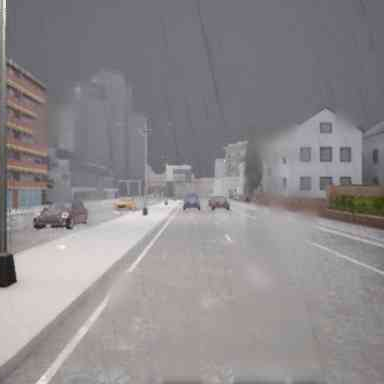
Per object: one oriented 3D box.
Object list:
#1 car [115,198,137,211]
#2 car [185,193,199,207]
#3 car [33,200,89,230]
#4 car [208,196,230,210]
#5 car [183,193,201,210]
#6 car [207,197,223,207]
[{"bbox_3d":[-8.068,1.450,40.812,1.882,1.535,5.008,0,0,1],"label":"car"},{"bbox_3d":[-0.018,1.187,51.659,2.150,2.045,5.566,0,0,0],"label":"car"},{"bbox_3d":[-8.104,1.342,20.999,2.097,1.767,4.553,0,0,0],"label":"car"},{"bbox_3d":[3.485,1.325,41.600,2.097,1.767,4.553,0,0,0],"label":"car"},{"bbox_3d":[-0.015,1.325,41.599,2.097,1.767,4.553,0,0,0],"label":"car"},{"bbox_3d":[3.482,1.514,51.630,2.033,1.411,5.357,0,0,0],"label":"car"}]
